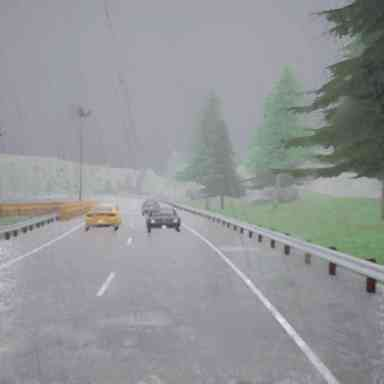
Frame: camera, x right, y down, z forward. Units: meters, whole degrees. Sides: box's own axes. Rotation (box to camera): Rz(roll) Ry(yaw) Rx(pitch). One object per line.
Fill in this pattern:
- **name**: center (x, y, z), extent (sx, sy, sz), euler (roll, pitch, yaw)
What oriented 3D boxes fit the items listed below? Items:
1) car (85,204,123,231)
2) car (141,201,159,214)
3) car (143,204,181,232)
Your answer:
- **car**: center (-5.532, 1.507, 21.217), extent (1.882, 1.535, 5.008), euler (0, 0, -9)
- **car**: center (-4.139, 1.581, 33.670), extent (2.033, 1.411, 5.357), euler (0, 0, -10)
- **car**: center (-1.839, 1.619, 20.278), extent (1.895, 1.301, 4.718), euler (0, 0, -9)
